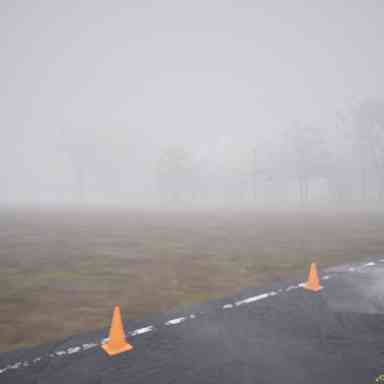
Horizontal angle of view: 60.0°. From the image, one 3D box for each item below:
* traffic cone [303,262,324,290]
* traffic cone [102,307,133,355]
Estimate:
[{"bbox_3d":[2.851,1.947,7.792,0.340,0.580,0.340,0,0,-38],"label":"traffic cone"},{"bbox_3d":[-1.082,1.961,4.819,0.340,0.580,0.340,0,0,-36],"label":"traffic cone"}]
